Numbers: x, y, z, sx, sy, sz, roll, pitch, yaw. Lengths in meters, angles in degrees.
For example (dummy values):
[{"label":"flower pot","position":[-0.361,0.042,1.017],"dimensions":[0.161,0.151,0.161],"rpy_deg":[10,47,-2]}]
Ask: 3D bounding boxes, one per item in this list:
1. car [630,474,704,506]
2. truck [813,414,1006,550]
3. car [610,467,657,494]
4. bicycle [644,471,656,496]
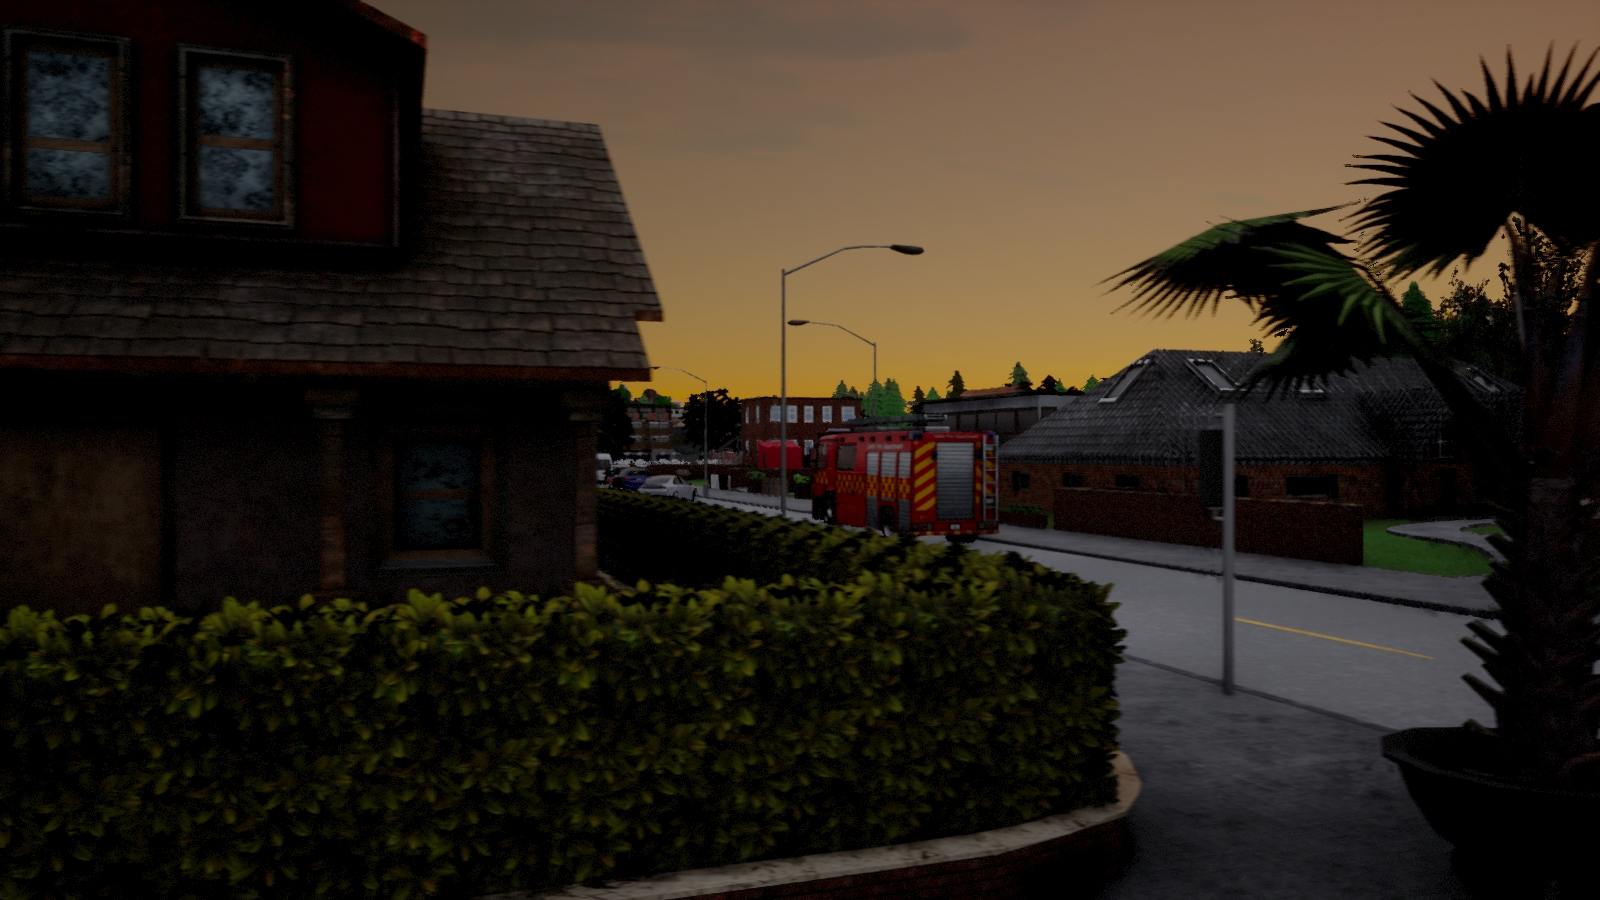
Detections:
[{"label":"car","position":[-6.879,2.079,59.823],"dimensions":[2.231,1.480,4.892],"rpy_deg":[1,0,15]},{"label":"truck","position":[3.238,0.901,36.773],"dimensions":[2.891,3.827,8.468],"rpy_deg":[0,0,-19]},{"label":"car","position":[-11.182,1.992,76.407],"dimensions":[2.242,1.667,4.611],"rpy_deg":[0,0,-20]},{"label":"bicycle","position":[-9.389,2.083,71.490],"dimensions":[0.329,1.471,1.835],"rpy_deg":[0,0,-20]}]
